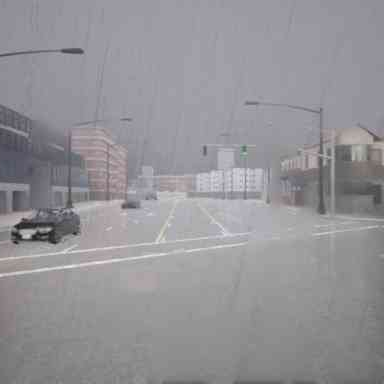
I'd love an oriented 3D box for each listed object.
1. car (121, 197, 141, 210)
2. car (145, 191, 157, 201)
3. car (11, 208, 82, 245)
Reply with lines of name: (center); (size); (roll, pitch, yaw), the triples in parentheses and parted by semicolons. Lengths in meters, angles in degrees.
car: (-7.446, 1.511, 40.922); (1.895, 1.301, 4.718); (0, 1, -2)
car: (-8.142, 0.767, 66.651); (2.150, 2.045, 5.566); (0, 0, -2)
car: (-6.768, 1.546, 15.946); (2.128, 1.511, 4.902); (0, 0, -2)
